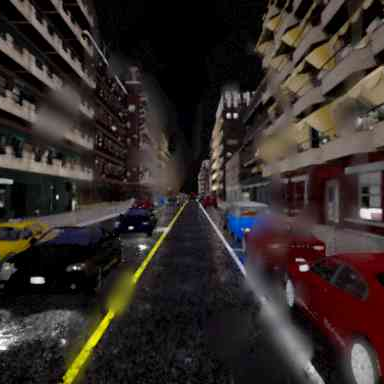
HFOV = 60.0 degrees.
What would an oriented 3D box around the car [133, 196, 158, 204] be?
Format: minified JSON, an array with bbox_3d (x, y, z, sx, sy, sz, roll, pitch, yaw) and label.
[{"bbox_3d":[-5.651,1.419,38.909,2.192,1.841,5.009,0,0,0],"label":"car"}]

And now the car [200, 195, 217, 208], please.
[{"bbox_3d":[2.739,1.459,50.226,2.192,1.841,5.009,0,0,0],"label":"car"}]

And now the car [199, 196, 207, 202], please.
[{"bbox_3d":[2.764,1.835,84.197,1.947,1.339,4.313,0,0,0],"label":"car"}]

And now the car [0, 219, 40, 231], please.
[{"bbox_3d":[-5.675,1.549,10.427,1.752,1.417,4.829,1,0,0],"label":"car"}]

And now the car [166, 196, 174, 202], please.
[{"bbox_3d":[-5.616,1.791,84.034,1.752,1.417,4.829,0,0,0],"label":"car"}]

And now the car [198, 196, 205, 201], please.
[{"bbox_3d":[2.773,1.861,95.522,1.887,1.381,4.507,0,0,0],"label":"car"}]

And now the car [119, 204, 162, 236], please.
[{"bbox_3d":[-3.047,1.610,18.700,1.994,1.385,4.181,0,0,1],"label":"car"}]

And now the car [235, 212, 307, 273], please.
[{"bbox_3d":[2.705,1.572,10.591,1.887,1.381,4.507,0,0,0],"label":"car"}]

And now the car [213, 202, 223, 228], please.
[{"bbox_3d":[2.713,1.608,21.916,2.008,1.369,4.403,0,0,0],"label":"car"}]

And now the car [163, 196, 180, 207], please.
[{"bbox_3d":[-3.023,1.502,52.926,2.097,1.767,4.553,0,0,0],"label":"car"}]

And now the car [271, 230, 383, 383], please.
[{"bbox_3d":[2.700,1.558,4.929,1.887,1.381,4.507,1,0,0],"label":"car"}]

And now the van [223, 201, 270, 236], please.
[{"bbox_3d":[2.711,1.383,16.254,1.690,1.788,3.998,0,0,0],"label":"van"}]

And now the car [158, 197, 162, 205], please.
[{"bbox_3d":[-5.647,1.673,44.569,2.008,1.369,4.403,0,0,0],"label":"car"}]

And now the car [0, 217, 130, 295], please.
[{"bbox_3d":[-3.086,1.584,8.650,1.994,1.385,4.181,0,0,0],"label":"car"}]

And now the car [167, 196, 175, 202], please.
[{"bbox_3d":[-5.611,1.814,89.696,1.752,1.417,4.829,0,0,0],"label":"car"}]

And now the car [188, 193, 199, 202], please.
[{"bbox_3d":[0.065,1.618,81.155,1.837,1.490,4.892,0,0,0],"label":"car"}]

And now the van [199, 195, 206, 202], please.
[{"bbox_3d":[2.770,1.634,89.860,1.690,1.788,3.998,0,0,0],"label":"van"}]

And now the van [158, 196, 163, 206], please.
[{"bbox_3d":[-5.637,1.500,55.895,1.690,1.788,3.998,0,0,0],"label":"van"}]
